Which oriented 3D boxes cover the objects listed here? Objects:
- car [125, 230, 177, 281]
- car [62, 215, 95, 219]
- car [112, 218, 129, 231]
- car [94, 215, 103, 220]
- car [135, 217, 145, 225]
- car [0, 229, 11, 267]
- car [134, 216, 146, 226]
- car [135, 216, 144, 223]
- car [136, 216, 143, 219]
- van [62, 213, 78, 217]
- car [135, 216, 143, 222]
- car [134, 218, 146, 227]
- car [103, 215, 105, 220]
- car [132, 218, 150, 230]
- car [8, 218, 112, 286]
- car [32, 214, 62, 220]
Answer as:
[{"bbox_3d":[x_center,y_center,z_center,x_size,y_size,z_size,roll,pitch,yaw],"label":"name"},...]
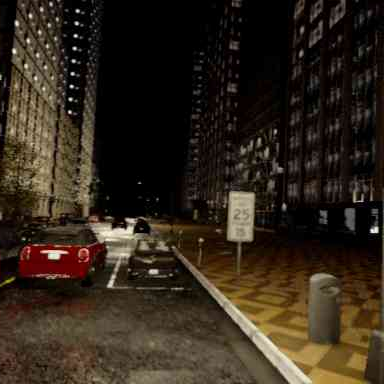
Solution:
[{"bbox_3d":[-1.545,2.393,12.562,2.008,1.369,4.403,3,-4,-9],"label":"car"},{"bbox_3d":[-10.446,3.174,30.604,1.812,1.442,4.674,4,-4,-9],"label":"car"},{"bbox_3d":[-9.135,4.042,42.046,1.837,1.490,4.892,4,-4,-8],"label":"car"},{"bbox_3d":[-18.087,5.000,61.253,1.802,1.307,4.206,3,-4,-9],"label":"car"},{"bbox_3d":[-10.733,5.873,68.124,1.947,1.339,4.313,3,-4,-9],"label":"car"},{"bbox_3d":[-7.420,2.026,11.934,2.033,1.411,5.357,4,-4,-9],"label":"car"},{"bbox_3d":[-9.821,5.401,62.575,1.967,1.590,4.097,3,-4,-9],"label":"car"},{"bbox_3d":[-12.545,6.566,79.243,1.947,1.339,4.313,3,-4,-9],"label":"car"},{"bbox_3d":[-8.015,4.833,51.449,1.947,1.339,4.313,3,-4,-9],"label":"car"},{"bbox_3d":[-14.454,3.373,39.041,1.690,1.788,3.998,3,-4,-9],"label":"van"},{"bbox_3d":[-14.356,7.237,90.361,1.887,1.381,4.507,3,-4,-9],"label":"car"},{"bbox_3d":[-8.922,5.196,57.006,1.802,1.307,4.206,3,-4,-9],"label":"car"},{"bbox_3d":[-19.899,5.677,72.369,1.947,1.339,4.313,3,-4,-9],"label":"car"},{"bbox_3d":[-5.296,3.792,34.773,1.947,1.339,4.313,3,-4,-9],"label":"car"},{"bbox_3d":[-4.184,1.969,11.436,2.097,1.767,4.553,4,-4,-8],"label":"car"},{"bbox_3d":[-12.646,2.776,27.919,1.967,1.590,4.097,3,-4,-9],"label":"car"}]
